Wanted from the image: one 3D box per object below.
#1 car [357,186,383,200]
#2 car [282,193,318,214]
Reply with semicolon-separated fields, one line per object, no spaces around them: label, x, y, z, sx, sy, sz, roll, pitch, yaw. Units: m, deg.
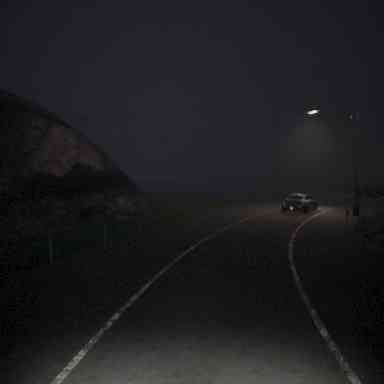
car;21.094;0.017;38.539;4.902;1.511;2.128;-2;5;-35
car;8.415;0.810;25.849;1.812;1.442;4.674;3;4;33
